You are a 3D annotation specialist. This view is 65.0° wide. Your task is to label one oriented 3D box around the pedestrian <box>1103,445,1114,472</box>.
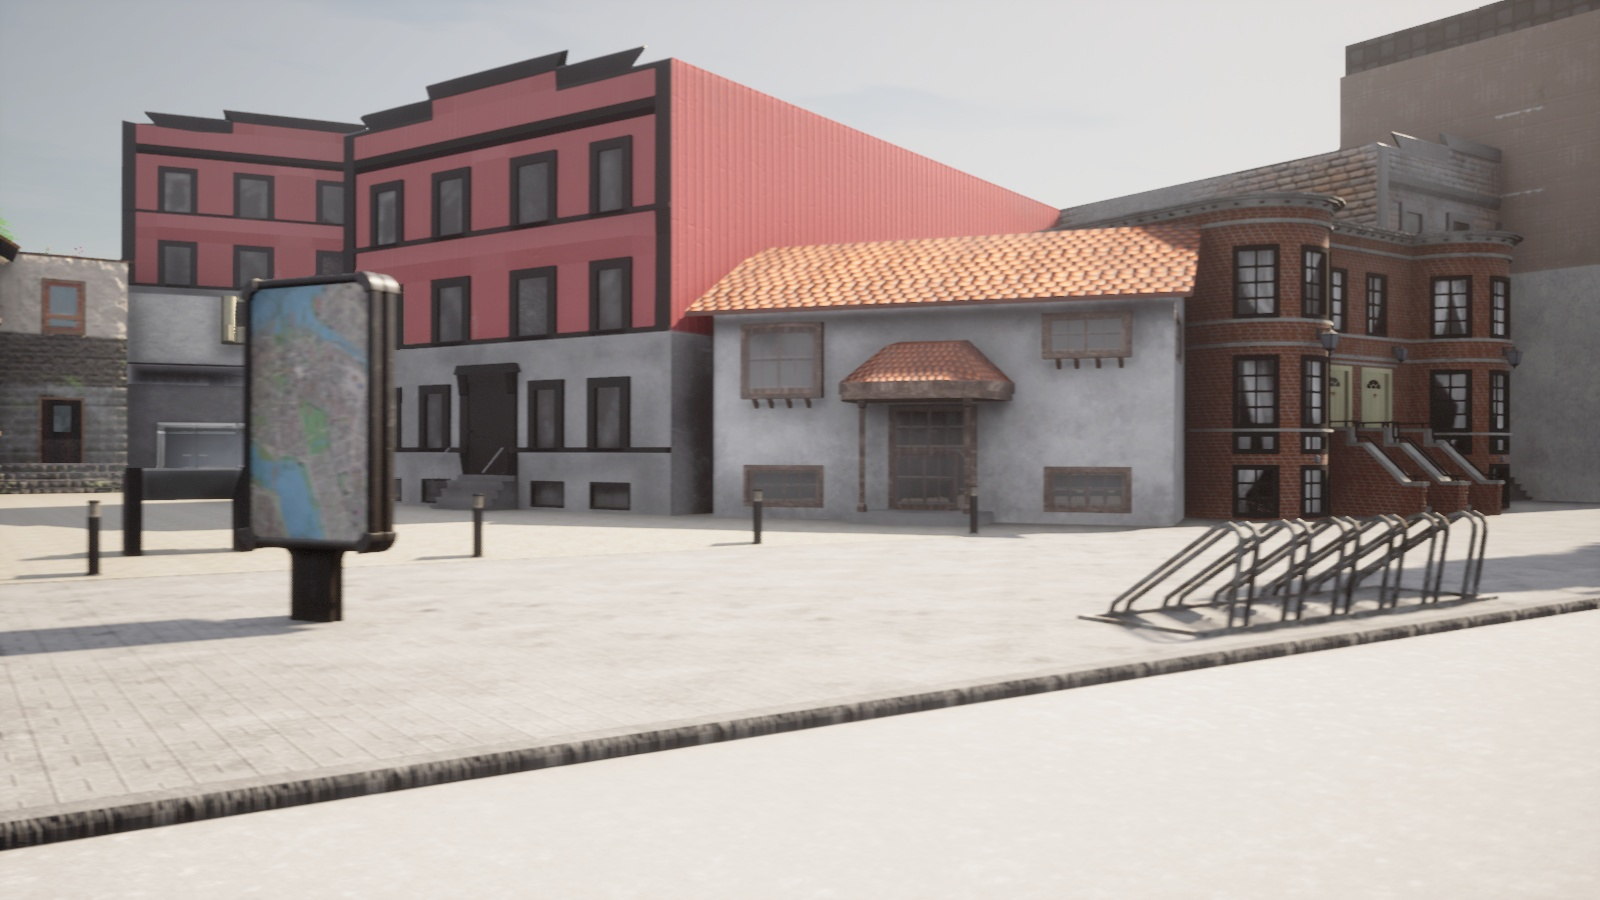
[{"bbox_3d":[22.178,0.621,90.347,0.396,1.930,0.692,0,0,-36],"label":"pedestrian"}]
